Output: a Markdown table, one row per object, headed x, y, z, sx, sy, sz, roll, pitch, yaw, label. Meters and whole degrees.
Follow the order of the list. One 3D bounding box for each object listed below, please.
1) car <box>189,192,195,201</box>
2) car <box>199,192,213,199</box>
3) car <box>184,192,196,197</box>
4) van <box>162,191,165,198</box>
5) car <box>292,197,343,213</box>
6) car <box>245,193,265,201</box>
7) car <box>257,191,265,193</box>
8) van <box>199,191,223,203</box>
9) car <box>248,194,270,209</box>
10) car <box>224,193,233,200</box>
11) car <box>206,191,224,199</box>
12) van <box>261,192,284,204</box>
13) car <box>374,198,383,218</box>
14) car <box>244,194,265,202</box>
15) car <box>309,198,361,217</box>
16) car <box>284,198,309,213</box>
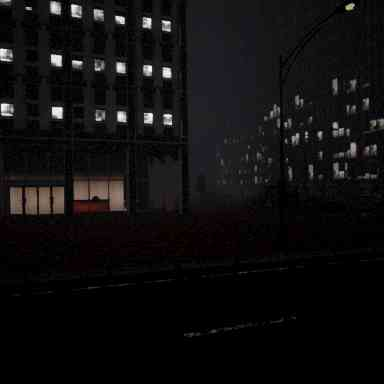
| x | y | z | sx | sy | sz | roll | pitch | yaw | label |
| --- | --- | --- | --- | --- | --- | --- | --- | --- | --- |
| -0.733 | 1.056 | 66.749 | 2.008 | 1.369 | 4.403 | 0 | 1 | -20 | car |
| 3.248 | 0.706 | 80.296 | 1.967 | 1.590 | 4.097 | 0 | 1 | -20 | car |
| -0.644 | 0.711 | 90.977 | 2.008 | 1.369 | 4.403 | 0 | 1 | -20 | car |
| -6.572 | 0.688 | 82.767 | 1.690 | 1.788 | 3.998 | 0 | 1 | -20 | van |
| 13.322 | 1.321 | 35.739 | 2.033 | 1.411 | 5.357 | -1 | 1 | -20 | car |
| 9.795 | 1.228 | 45.430 | 2.033 | 1.411 | 5.357 | -1 | 1 | -20 | car |
| 11.053 | 0.804 | 51.286 | 2.150 | 2.045 | 5.566 | -1 | 1 | -20 | car |
| 3.160 | 0.952 | 56.067 | 1.690 | 1.788 | 3.998 | 0 | 1 | -20 | van |
| 8.948 | 1.332 | 40.033 | 1.947 | 1.339 | 4.313 | 0 | 1 | -20 | car |
| 7.141 | 0.954 | 69.618 | 1.802 | 1.307 | 4.206 | 0 | 1 | -20 | car |
| 5.194 | 0.634 | 74.955 | 2.192 | 1.841 | 5.009 | 0 | 1 | -20 | car |
| 12.978 | 0.871 | 53.595 | 1.690 | 1.788 | 3.998 | 0 | 1 | -20 | van |
| 16.851 | 1.216 | 26.095 | 2.097 | 1.767 | 4.553 | -1 | 1 | -21 | car |
| 11.034 | 1.060 | 58.938 | 1.802 | 1.307 | 4.206 | 0 | 1 | -20 | car |
| 12.769 | 1.434 | 29.325 | 1.947 | 1.339 | 4.313 | 0 | 1 | -20 | car |
| 10.839 | 1.399 | 34.674 | 1.802 | 1.307 | 4.206 | 0 | 1 | -20 | car |
